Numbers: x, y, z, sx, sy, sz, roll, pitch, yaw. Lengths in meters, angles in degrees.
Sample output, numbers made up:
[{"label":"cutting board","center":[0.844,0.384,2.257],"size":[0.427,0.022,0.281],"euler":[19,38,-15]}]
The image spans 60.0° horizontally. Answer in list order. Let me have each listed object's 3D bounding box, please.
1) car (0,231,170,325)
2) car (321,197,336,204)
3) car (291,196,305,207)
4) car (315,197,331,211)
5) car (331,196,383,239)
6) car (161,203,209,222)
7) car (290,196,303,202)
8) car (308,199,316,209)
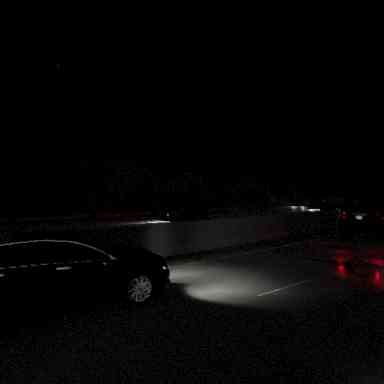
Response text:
[{"label":"car","center":[-2.723,1.505,6.317],"size":[4.892,1.490,1.837],"euler":[0,0,-36]},{"label":"car","center":[29.430,1.761,71.680],"size":[1.837,1.490,4.892],"euler":[0,0,9]},{"label":"car","center":[18.352,1.706,57.252],"size":[1.837,1.490,4.892],"euler":[0,0,20]},{"label":"car","center":[14.692,1.553,34.738],"size":[1.882,1.535,5.008],"euler":[0,0,34]},{"label":"car","center":[9.298,1.235,16.703],"size":[2.150,2.045,5.566],"euler":[0,0,44]},{"label":"car","center":[-0.493,1.599,27.052],"size":[1.994,1.385,4.181],"euler":[0,0,43]},{"label":"car","center":[27.033,1.891,86.360],"size":[1.812,1.442,4.674],"euler":[0,0,0]},{"label":"car","center":[17.638,1.701,46.778],"size":[1.994,1.385,4.181],"euler":[0,0,26]}]
